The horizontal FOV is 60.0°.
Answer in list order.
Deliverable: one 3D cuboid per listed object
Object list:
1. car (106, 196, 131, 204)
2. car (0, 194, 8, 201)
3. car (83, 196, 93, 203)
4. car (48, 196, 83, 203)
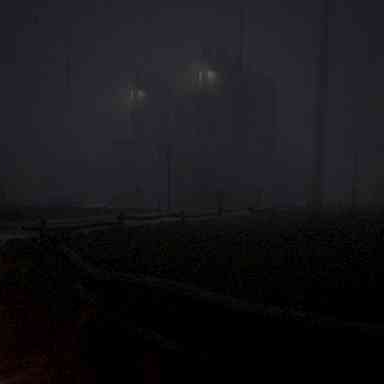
[{"bbox_3d":[-12.298,1.476,55.376,5.008,1.535,1.882,0,0,38],"label":"car"},{"bbox_3d":[-38.810,1.310,66.386,1.905,1.878,3.866,0,0,39],"label":"car"},{"bbox_3d":[-20.320,1.489,61.534,4.902,1.511,2.128,0,0,38],"label":"car"},{"bbox_3d":[-19.836,1.478,51.356,2.242,1.667,4.611,0,0,39],"label":"car"}]
